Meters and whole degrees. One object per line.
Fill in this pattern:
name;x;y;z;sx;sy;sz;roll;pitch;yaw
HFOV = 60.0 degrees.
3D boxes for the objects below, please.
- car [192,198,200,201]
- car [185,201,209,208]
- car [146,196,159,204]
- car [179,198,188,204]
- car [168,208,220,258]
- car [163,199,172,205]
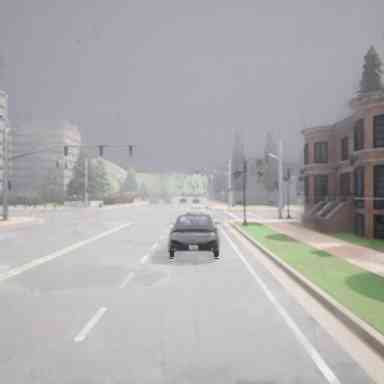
car;1.017;2.367;89.788;1.882;1.535;5.008;0;-1;1
car;0.724;1.815;28.689;1.812;1.442;4.674;0;0;12
car;-9.569;2.187;82.796;2.097;1.767;4.553;0;-1;1
car;-2.483;2.390;89.831;1.837;1.490;4.892;0;-1;1
car;0.102;1.628;13.360;2.128;1.511;4.902;0;0;1
car;-6.070;2.426;82.691;1.895;1.301;4.718;0;-1;1
